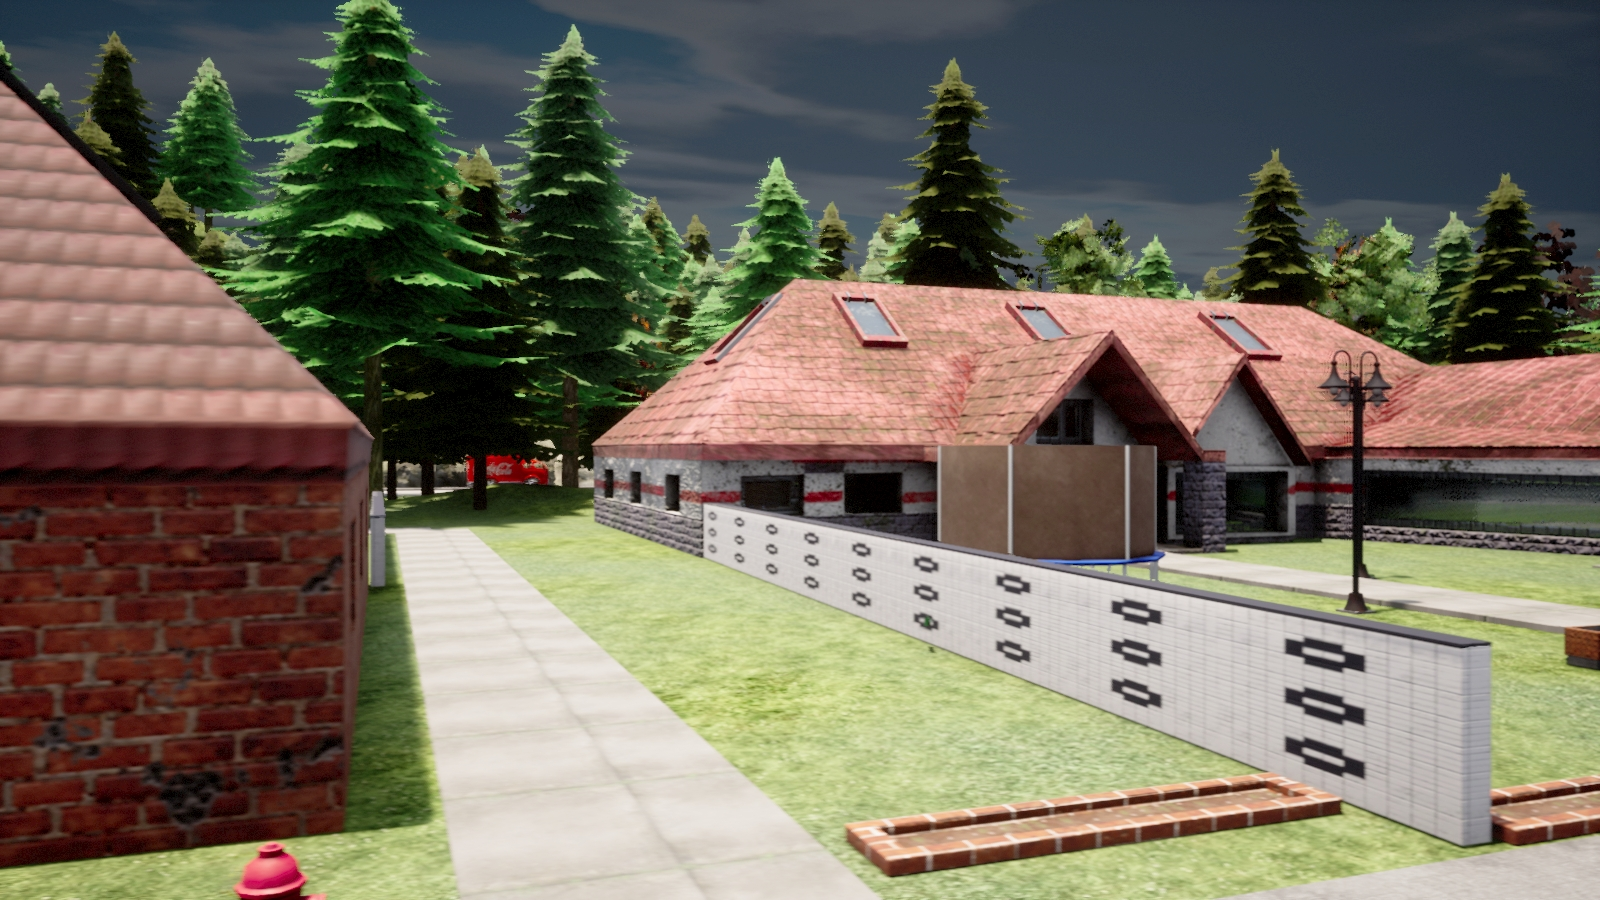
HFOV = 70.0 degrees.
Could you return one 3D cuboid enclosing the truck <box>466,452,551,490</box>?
[{"bbox_3d":[-19.344,1.352,75.725,5.204,2.467,2.627,0,0,-20],"label":"truck"}]
